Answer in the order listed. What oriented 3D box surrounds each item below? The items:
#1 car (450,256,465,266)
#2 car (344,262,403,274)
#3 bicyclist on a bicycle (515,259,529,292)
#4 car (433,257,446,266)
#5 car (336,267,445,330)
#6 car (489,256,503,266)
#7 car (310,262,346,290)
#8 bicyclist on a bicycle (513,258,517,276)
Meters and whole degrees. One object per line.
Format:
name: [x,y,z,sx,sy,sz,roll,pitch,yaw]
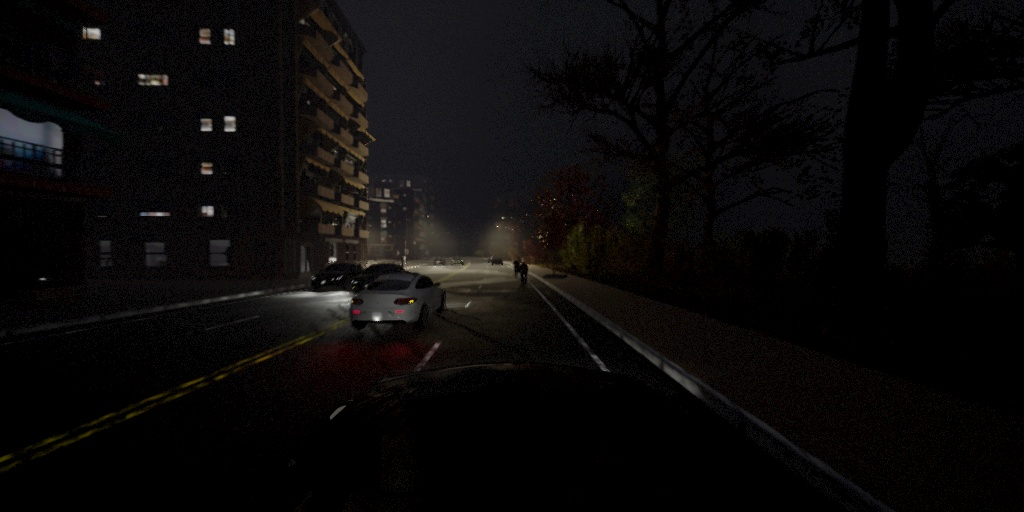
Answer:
car: [-9.023,0.732,59.614,2.097,1.767,4.553,0,0,-4]
car: [-6.844,1.154,19.121,1.837,1.490,4.892,0,0,-1]
bicyclist on a bicycle: [0.651,1.085,19.391,0.582,1.620,1.656,0,0,-2]
car: [-12.471,0.861,61.943,2.128,1.511,4.902,0,0,-4]
car: [-3.234,1.222,10.825,1.812,1.442,4.674,0,0,-1]
car: [-2.580,0.827,61.595,1.882,1.535,5.008,0,0,-5]
car: [-10.159,1.145,21.572,1.837,1.490,4.892,0,0,-2]
bicyclist on a bicycle: [0.355,1.024,28.475,0.582,1.620,1.656,0,0,-2]
